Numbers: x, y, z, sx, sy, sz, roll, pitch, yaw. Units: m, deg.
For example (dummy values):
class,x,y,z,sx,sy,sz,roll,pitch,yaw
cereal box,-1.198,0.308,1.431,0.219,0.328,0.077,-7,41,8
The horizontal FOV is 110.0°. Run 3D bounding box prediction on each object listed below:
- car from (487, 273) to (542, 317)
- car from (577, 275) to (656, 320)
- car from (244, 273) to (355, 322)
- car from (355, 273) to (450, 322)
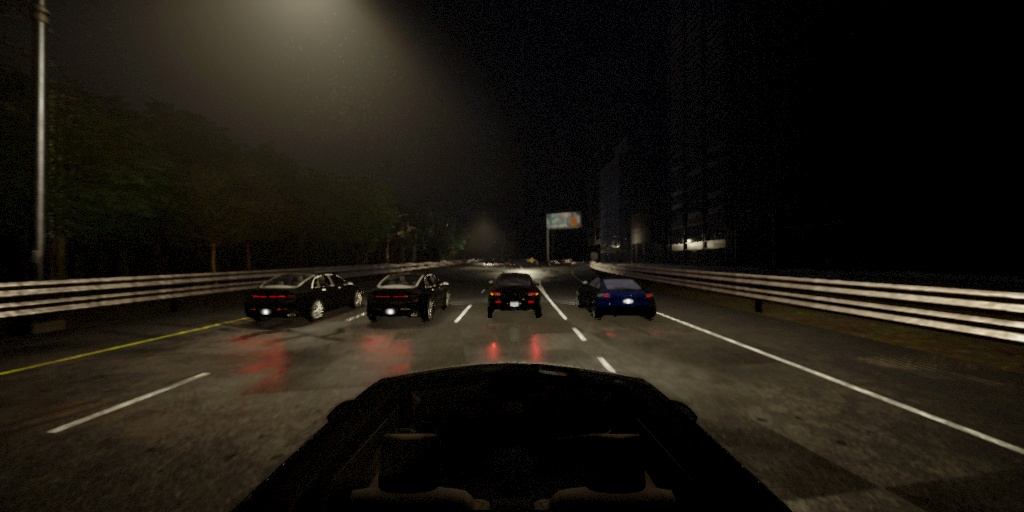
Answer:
class,x,y,z,sx,sy,sz,roll,pitch,yaw
car,0.085,1.337,13.411,1.812,1.442,4.674,0,0,0
car,3.599,1.374,13.019,1.994,1.385,4.181,0,0,1
car,-6.920,1.312,12.522,1.837,1.490,4.892,0,0,0
car,-3.419,1.313,12.553,1.837,1.490,4.892,0,0,0
